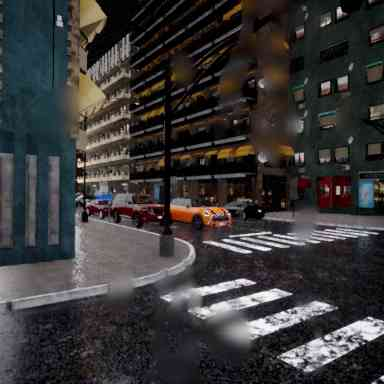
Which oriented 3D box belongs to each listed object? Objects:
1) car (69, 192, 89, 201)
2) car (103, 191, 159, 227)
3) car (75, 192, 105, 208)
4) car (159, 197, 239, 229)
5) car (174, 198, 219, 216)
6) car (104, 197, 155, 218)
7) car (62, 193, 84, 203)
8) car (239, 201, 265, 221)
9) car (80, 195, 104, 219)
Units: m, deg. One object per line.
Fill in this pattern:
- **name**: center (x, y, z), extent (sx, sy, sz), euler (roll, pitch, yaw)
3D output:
- **car**: center (-19.293, 0.770, 56.770), extent (1.887, 1.381, 4.507), euler (2, 0, -36)
- **car**: center (-3.235, 1.034, 20.302), extent (2.192, 1.841, 5.009), euler (2, 0, -36)
- **car**: center (-11.202, 1.018, 35.712), extent (1.812, 1.442, 4.674), euler (1, 1, -36)
- **car**: center (0.277, 1.127, 19.885), extent (2.097, 1.767, 4.553), euler (1, 0, -37)
- **car**: center (0.303, 1.289, 29.696), extent (1.802, 1.307, 4.206), euler (2, 0, -36)
- **car**: center (-5.321, 1.185, 27.576), extent (2.033, 1.411, 5.357), euler (1, 0, -36)
- **car**: center (-18.199, 0.846, 50.817), extent (1.994, 1.385, 4.181), euler (1, 0, -36)
- **car**: center (3.569, 1.354, 25.183), extent (1.947, 1.339, 4.313), euler (2, 0, -36)
- **car**: center (-6.507, 1.183, 24.814), extent (1.887, 1.381, 4.507), euler (2, 0, -36)
